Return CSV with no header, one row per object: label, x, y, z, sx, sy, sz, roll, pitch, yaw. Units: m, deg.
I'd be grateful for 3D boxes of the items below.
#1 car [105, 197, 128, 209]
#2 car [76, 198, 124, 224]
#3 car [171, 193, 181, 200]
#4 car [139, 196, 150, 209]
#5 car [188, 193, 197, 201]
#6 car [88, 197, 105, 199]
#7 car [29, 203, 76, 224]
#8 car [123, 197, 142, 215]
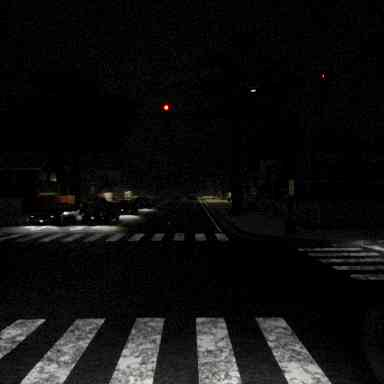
car,-9.862,1.432,43.863,1.895,1.301,4.718,0,1,0
car,-6.611,1.468,24.512,1.837,1.490,4.892,0,0,0
car,-3.184,0.937,67.802,2.128,1.511,4.902,0,1,0
car,-6.610,1.336,43.814,1.837,1.490,4.892,0,1,0
car,0.070,0.935,67.114,1.882,1.535,5.008,0,1,0
car,-9.865,1.285,33.816,2.097,1.767,4.553,0,0,0
car,-9.863,1.511,24.432,2.033,1.411,5.357,0,0,0
car,-6.612,1.499,33.409,1.994,1.385,4.181,0,0,0
